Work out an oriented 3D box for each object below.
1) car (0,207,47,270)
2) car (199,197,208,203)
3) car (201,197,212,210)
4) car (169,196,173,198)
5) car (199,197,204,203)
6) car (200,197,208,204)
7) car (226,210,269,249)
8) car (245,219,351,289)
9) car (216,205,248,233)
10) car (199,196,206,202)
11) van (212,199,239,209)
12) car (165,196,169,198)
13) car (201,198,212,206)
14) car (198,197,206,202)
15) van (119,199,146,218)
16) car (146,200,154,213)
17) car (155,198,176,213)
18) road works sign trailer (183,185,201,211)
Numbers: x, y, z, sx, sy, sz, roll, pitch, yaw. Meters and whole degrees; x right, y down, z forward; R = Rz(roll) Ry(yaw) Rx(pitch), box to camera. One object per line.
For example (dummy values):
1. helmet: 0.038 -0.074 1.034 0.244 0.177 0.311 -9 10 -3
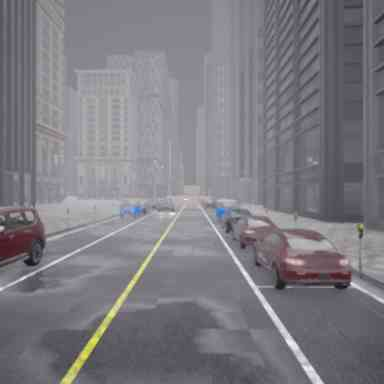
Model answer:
1. car: -5.767 1.368 9.020 2.192 1.841 5.009 0 0 0
2. car: 2.761 2.004 82.350 2.008 1.369 4.403 0 0 0
3. car: 2.760 1.822 48.506 1.887 1.381 4.507 0 0 0
4. car: -5.765 1.963 71.067 1.947 1.339 4.313 0 0 0
5. car: 2.760 1.889 59.787 2.008 1.369 4.403 0 0 0
6. car: 2.760 1.952 76.879 1.752 1.417 4.829 0 0 0
7. car: 2.760 1.667 14.662 1.802 1.307 4.206 0 0 0
8. car: 2.759 1.635 9.022 1.802 1.307 4.206 0 0 0
9. car: 2.760 1.683 20.303 1.947 1.339 4.313 0 0 0
10. car: 2.761 1.920 87.992 1.967 1.590 4.097 0 0 0
11. van: 2.759 1.491 25.945 1.690 1.788 3.998 0 0 0
12. car: -5.766 1.779 59.786 1.967 1.590 4.097 0 0 0
13. car: 2.760 1.934 65.428 1.947 1.339 4.313 0 0 0
14. car: 2.761 2.057 93.632 2.008 1.369 4.403 0 0 0
15. van: -5.767 1.523 31.583 1.690 1.788 3.998 0 0 0
16. car: -5.766 1.758 37.222 1.887 1.381 4.507 0 0 0
17. car: -3.091 1.801 41.331 1.994 1.385 4.181 0 0 0
18. road works sign trailer: 0.000 0.723 45.248 2.380 3.560 2.880 0 0 0
